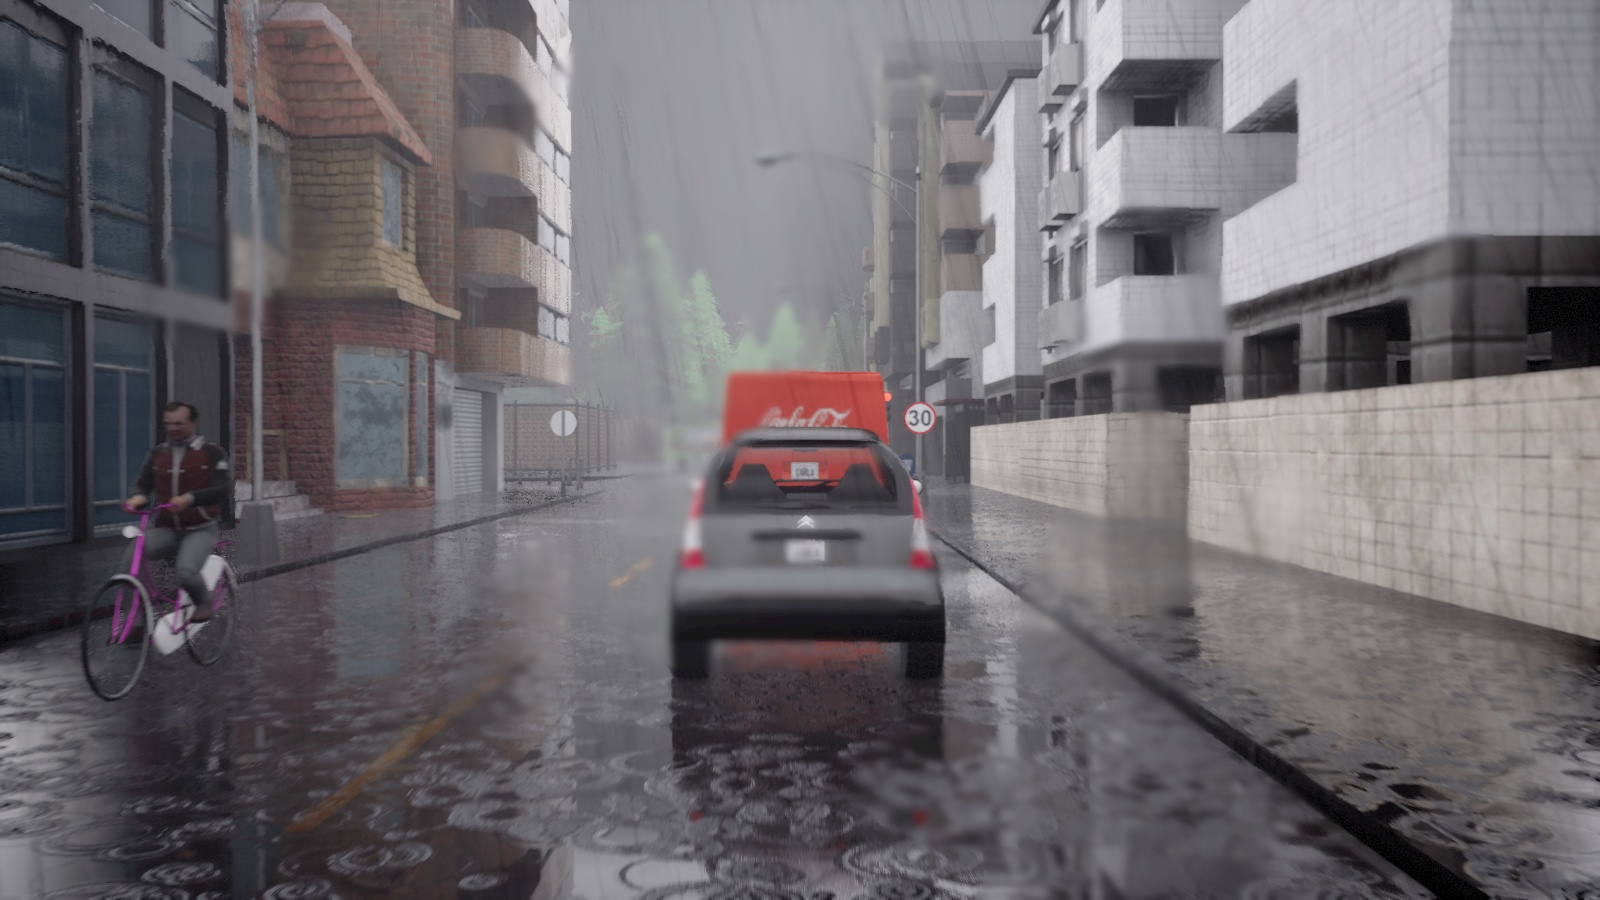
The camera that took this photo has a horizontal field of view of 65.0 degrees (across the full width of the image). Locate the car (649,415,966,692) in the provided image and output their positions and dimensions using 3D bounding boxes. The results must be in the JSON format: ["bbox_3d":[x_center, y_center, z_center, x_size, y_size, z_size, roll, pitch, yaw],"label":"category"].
[{"bbox_3d":[0.047,0.592,9.322,1.851,1.617,3.988,0,0,0],"label":"car"}]

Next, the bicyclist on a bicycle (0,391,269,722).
[{"bbox_3d":[-3.959,0.571,7.656,0.659,1.776,1.843,0,0,0],"label":"bicyclist on a bicycle"}]

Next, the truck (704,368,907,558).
[{"bbox_3d":[0.081,0.153,18.877,2.627,2.467,5.204,0,0,0],"label":"truck"}]
